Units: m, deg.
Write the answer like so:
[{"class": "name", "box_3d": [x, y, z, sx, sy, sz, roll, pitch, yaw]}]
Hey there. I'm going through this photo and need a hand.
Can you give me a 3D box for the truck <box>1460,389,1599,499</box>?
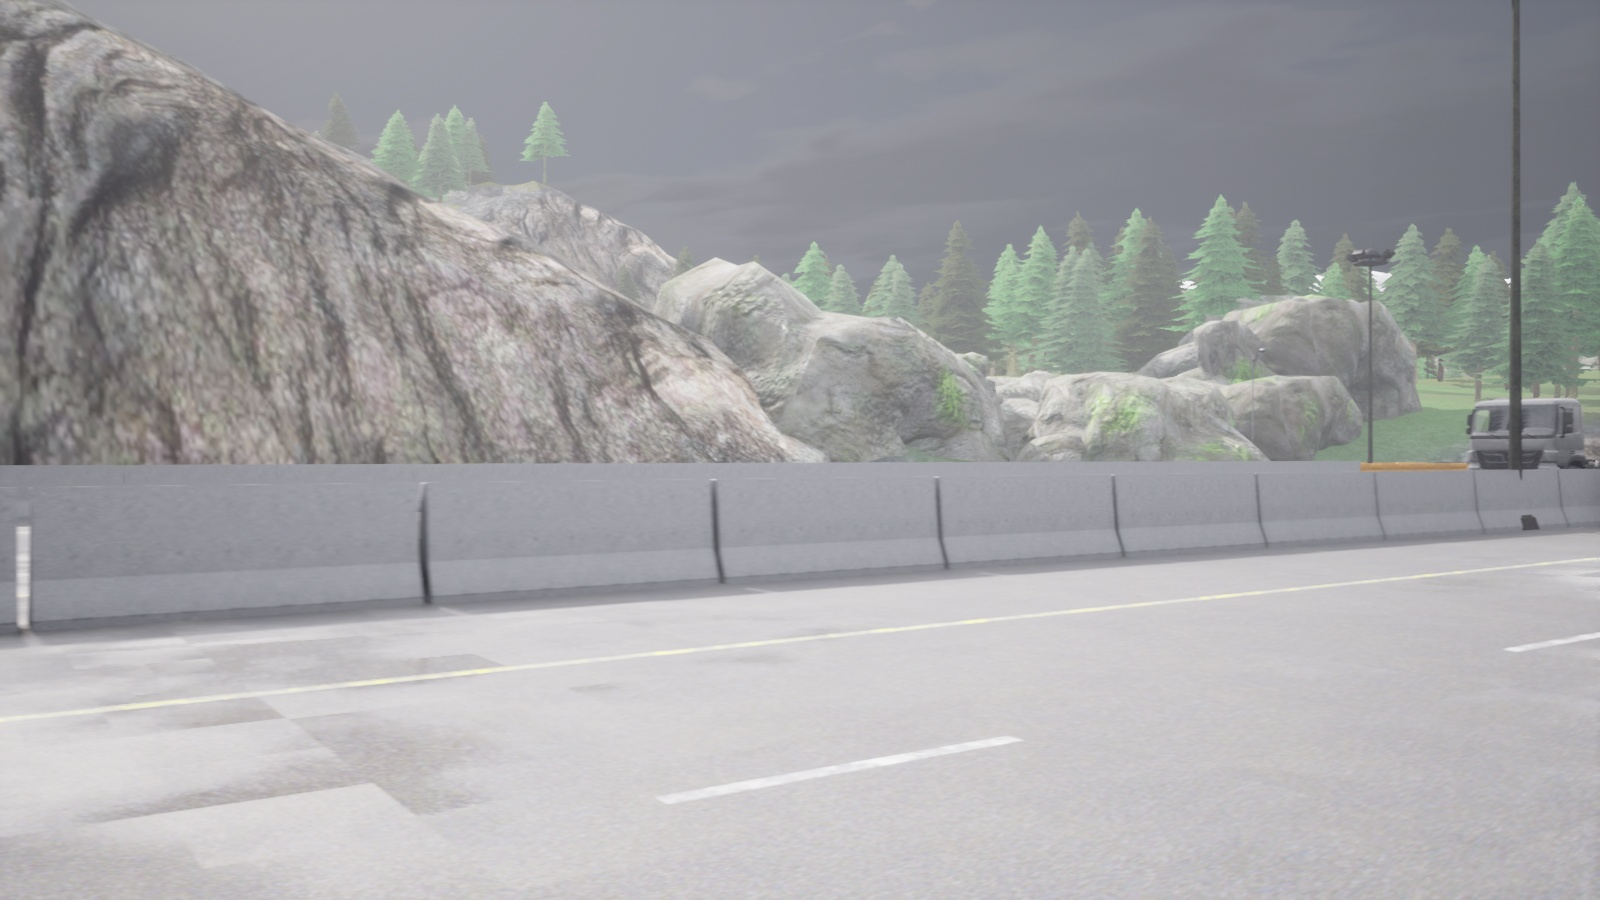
[{"class": "truck", "box_3d": [26.267, -0.186, 43.267, 7.936, 3.462, 2.891, 0, 0, -35]}]
